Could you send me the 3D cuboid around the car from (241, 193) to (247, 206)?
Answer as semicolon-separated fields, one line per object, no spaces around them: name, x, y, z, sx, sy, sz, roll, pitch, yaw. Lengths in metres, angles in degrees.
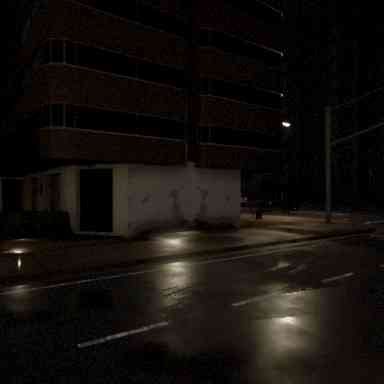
car;6.159;1.211;51.964;2.150;2.045;5.566;0;0;-36

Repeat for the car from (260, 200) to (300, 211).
car;10.497;1.591;39.683;1.895;1.301;4.718;0;0;-36
